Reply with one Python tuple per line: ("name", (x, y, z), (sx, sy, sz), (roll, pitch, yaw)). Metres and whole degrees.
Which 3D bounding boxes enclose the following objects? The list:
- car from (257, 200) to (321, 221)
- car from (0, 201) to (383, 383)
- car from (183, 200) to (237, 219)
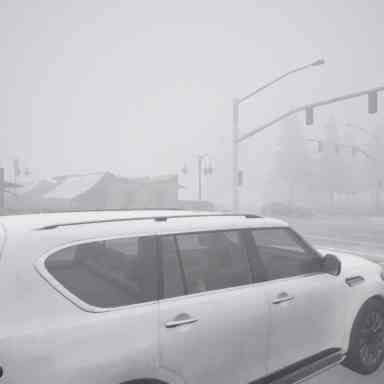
("car", (8.086, 1.491, 28.111), (2.128, 1.511, 4.902), (0, 0, -39))
("car", (0.183, 1.221, 3.944), (5.566, 2.045, 2.150), (0, 0, -35))
("car", (1.544, 1.547, 30.739), (2.033, 1.411, 5.357), (0, 0, -37))
